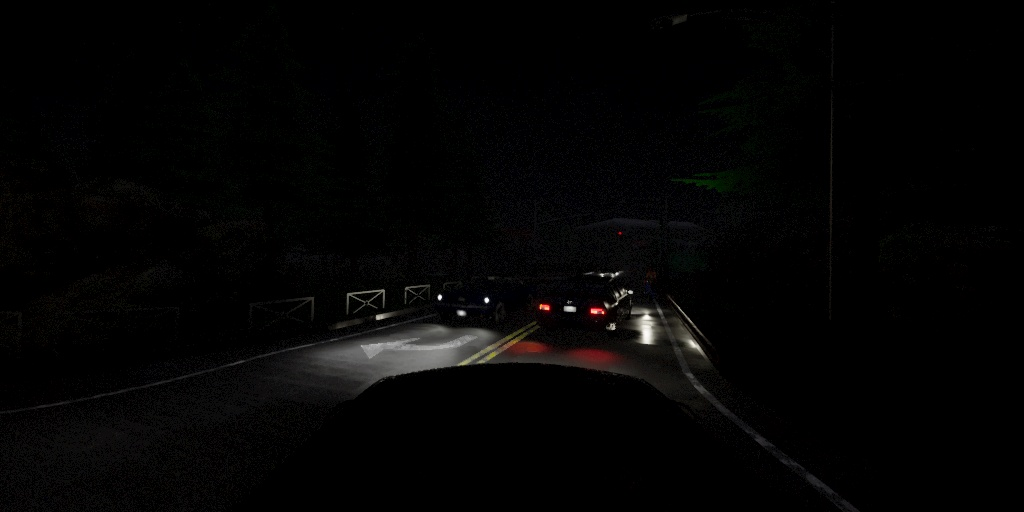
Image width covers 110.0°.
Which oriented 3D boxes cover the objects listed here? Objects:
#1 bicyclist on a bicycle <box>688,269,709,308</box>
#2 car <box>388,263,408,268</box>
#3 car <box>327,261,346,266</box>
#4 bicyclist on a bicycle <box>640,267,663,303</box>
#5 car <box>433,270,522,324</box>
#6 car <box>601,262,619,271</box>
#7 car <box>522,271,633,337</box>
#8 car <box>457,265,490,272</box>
[{"bbox_3d":[7.875,1.358,15.107,1.656,1.620,0.582,1,-1,-34],"label":"bicyclist on a bicycle"},{"bbox_3d":[-14.624,1.639,48.084,4.181,1.385,1.994,1,-1,20],"label":"car"},{"bbox_3d":[-24.540,1.485,51.968,5.357,1.411,2.033,1,-1,23],"label":"car"},{"bbox_3d":[6.430,1.346,16.490,1.656,1.620,0.582,1,-1,-31],"label":"bicyclist on a bicycle"},{"bbox_3d":[-0.652,1.298,11.907,1.895,1.301,4.718,1,-1,19],"label":"car"},{"bbox_3d":[15.624,1.970,57.913,2.097,1.767,4.553,1,-1,20],"label":"car"},{"bbox_3d":[2.304,1.280,10.283,2.033,1.411,5.357,1,-1,24],"label":"car"},{"bbox_3d":[-4.725,1.779,44.508,4.181,1.385,1.994,1,-1,20],"label":"car"}]
